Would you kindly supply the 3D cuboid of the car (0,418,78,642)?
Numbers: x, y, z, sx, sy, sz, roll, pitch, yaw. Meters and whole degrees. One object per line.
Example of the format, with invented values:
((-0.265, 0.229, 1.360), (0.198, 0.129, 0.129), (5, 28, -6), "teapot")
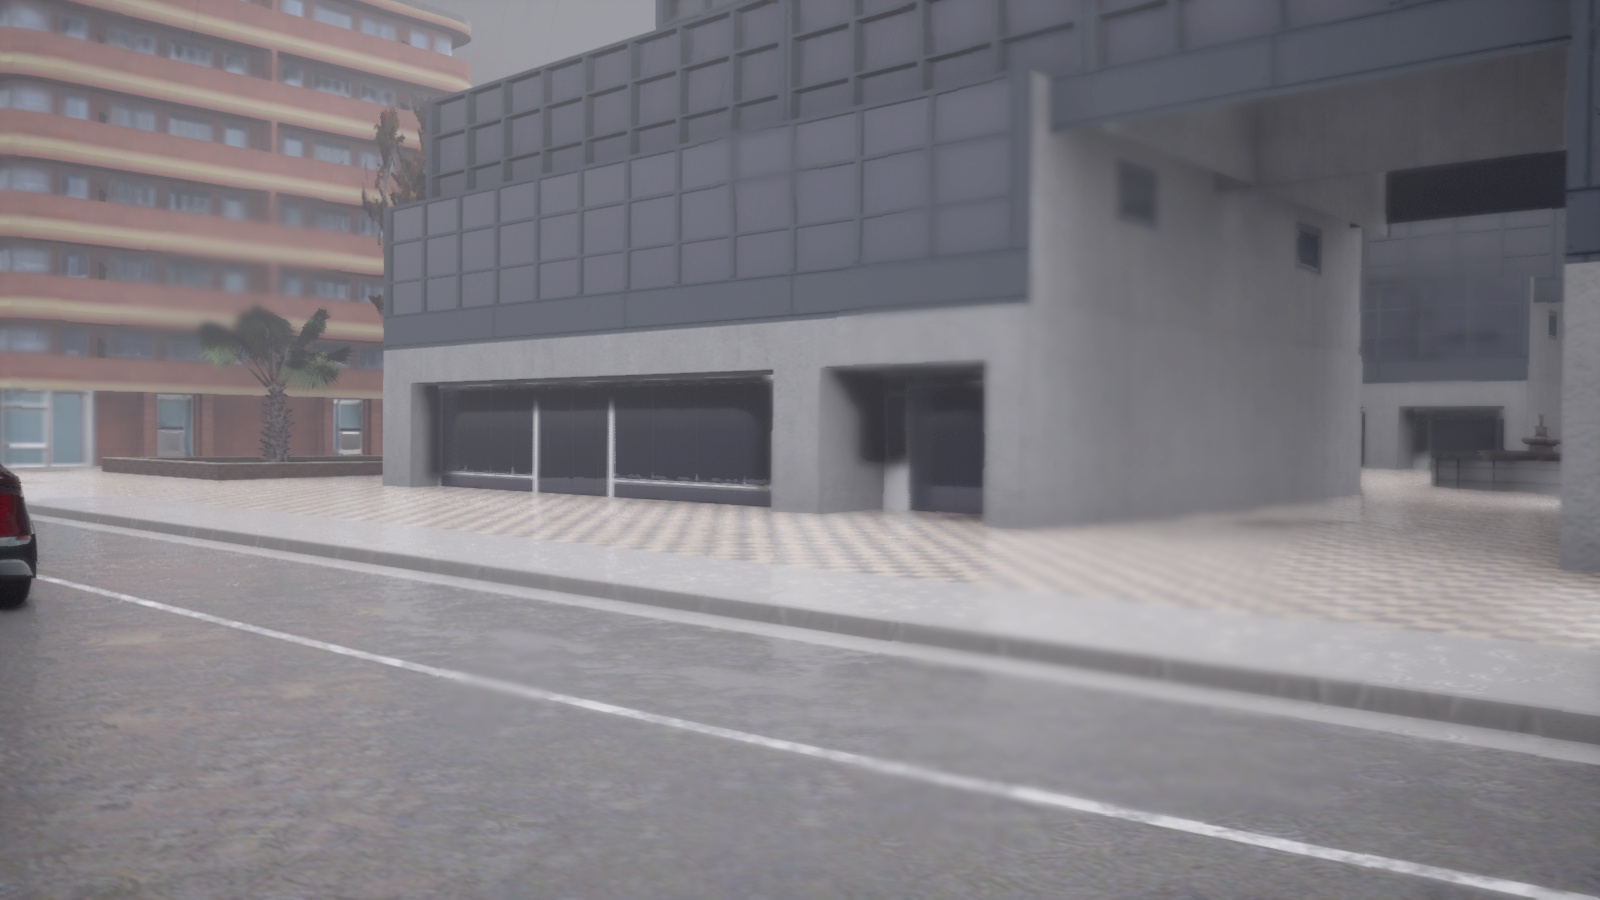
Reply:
((-8.049, 0.593, 10.467), (4.856, 1.649, 2.033), (0, 1, 41), "car")
